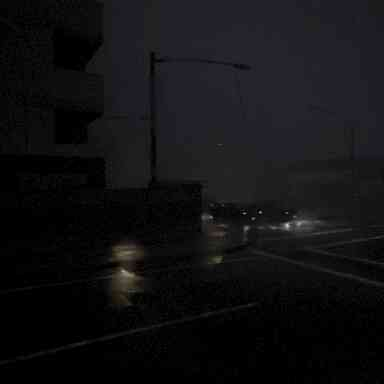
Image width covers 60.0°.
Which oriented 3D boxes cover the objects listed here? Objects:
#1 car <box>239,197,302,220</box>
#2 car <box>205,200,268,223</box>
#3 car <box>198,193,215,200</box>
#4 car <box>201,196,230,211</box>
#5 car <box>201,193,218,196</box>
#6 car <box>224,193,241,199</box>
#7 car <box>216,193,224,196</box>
[{"bbox_3d":[6.229,1.398,26.685,2.033,1.411,5.357,-1,1,-29],"label":"car"},{"bbox_3d":[3.188,1.513,24.967,1.895,1.301,4.718,-1,1,-29],"label":"car"},{"bbox_3d":[3.087,0.876,69.648,1.994,1.385,4.181,0,1,29],"label":"car"},{"bbox_3d":[1.604,1.399,35.086,1.895,1.301,4.718,-1,1,-28],"label":"car"},{"bbox_3d":[1.712,1.185,51.168,1.895,1.301,4.718,-1,1,-20],"label":"car"},{"bbox_3d":[8.714,0.816,72.046,1.895,1.301,4.718,0,1,39],"label":"car"},{"bbox_3d":[4.438,0.875,62.739,1.882,1.535,5.008,-1,1,11],"label":"car"}]
